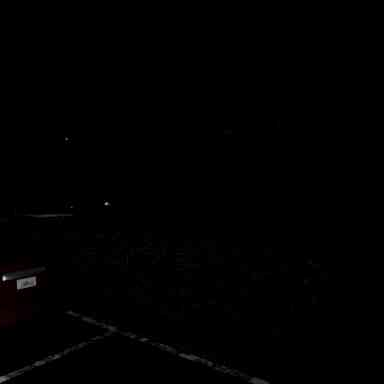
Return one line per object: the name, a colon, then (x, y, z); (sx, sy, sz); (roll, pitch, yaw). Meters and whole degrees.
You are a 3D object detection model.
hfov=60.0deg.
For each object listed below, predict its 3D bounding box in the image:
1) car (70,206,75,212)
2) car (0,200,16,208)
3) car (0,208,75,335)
car: (-11.684, 1.844, 38.663); (1.895, 1.301, 4.718); (-1, -1, 36)
car: (-18.271, 1.502, 29.784); (2.097, 1.767, 4.553); (-1, -1, 37)
car: (-4.171, 1.316, 5.927); (5.009, 1.841, 2.192); (0, -1, 36)
